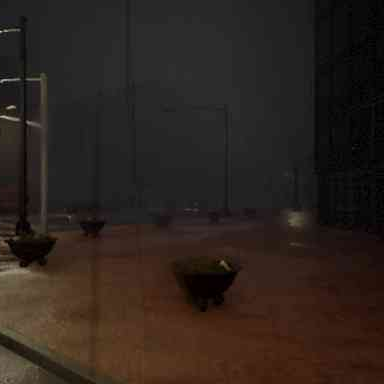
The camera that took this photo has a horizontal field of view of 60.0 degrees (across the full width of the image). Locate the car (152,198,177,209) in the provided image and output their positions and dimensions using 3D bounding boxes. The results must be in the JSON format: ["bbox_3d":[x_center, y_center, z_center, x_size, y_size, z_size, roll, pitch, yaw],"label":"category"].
[{"bbox_3d":[-4.480,1.848,54.686,2.097,1.767,4.553,0,-1,36],"label":"car"}]

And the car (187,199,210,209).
[{"bbox_3d":[1.060,1.916,56.404,2.097,1.767,4.553,0,-1,35],"label":"car"}]

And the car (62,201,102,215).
[{"bbox_3d":[-12.332,1.750,37.532,1.812,1.442,4.674,0,-1,35],"label":"car"}]

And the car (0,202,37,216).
[{"bbox_3d":[-18.754,1.741,34.504,1.895,1.301,4.718,0,-1,35],"label":"car"}]
